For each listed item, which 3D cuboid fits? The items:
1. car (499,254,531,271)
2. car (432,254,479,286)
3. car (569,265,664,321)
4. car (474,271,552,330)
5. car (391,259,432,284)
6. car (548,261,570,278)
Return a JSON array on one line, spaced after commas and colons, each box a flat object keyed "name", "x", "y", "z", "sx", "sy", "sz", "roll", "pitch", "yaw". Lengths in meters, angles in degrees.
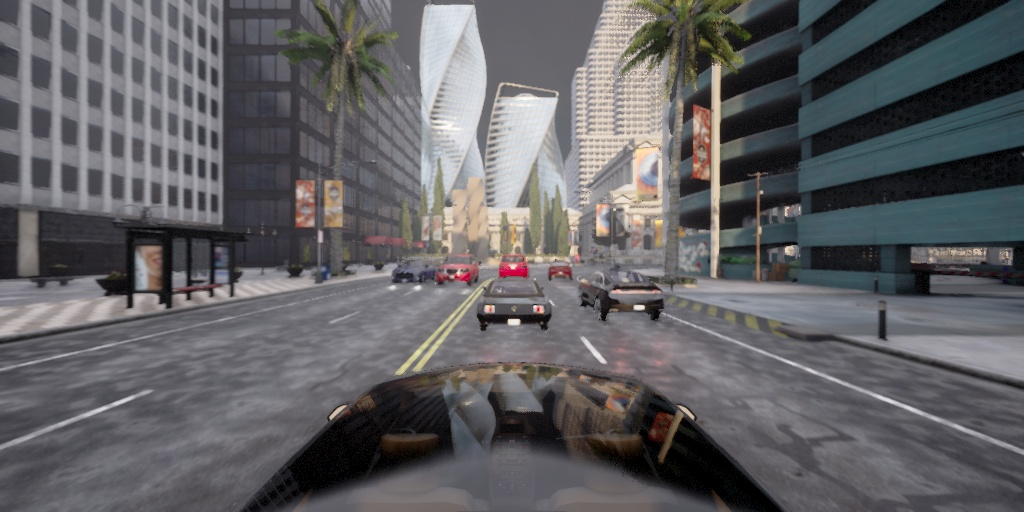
[{"name": "car", "x": 0.259, "y": 0.893, "z": 27.810, "sx": 2.150, "sy": 2.045, "sz": 5.566, "roll": 0, "pitch": 0, "yaw": 4}, {"name": "car", "x": -3.568, "y": 0.890, "z": 24.547, "sx": 2.150, "sy": 2.045, "sz": 5.566, "roll": 0, "pitch": 0, "yaw": 2}, {"name": "car", "x": 3.534, "y": 1.220, "z": 12.411, "sx": 2.128, "sy": 1.511, "sz": 4.902, "roll": 0, "pitch": 0, "yaw": 0}, {"name": "car", "x": 0.041, "y": 1.323, "z": 10.990, "sx": 1.895, "sy": 1.301, "sz": 4.718, "roll": 0, "pitch": 0, "yaw": 0}, {"name": "car", "x": -6.900, "y": 1.006, "z": 25.658, "sx": 2.097, "sy": 1.767, "sz": 4.553, "roll": 0, "pitch": 0, "yaw": 4}, {"name": "car", "x": 4.077, "y": 1.154, "z": 30.243, "sx": 1.882, "sy": 1.535, "sz": 5.008, "roll": 0, "pitch": 0, "yaw": 7}]
